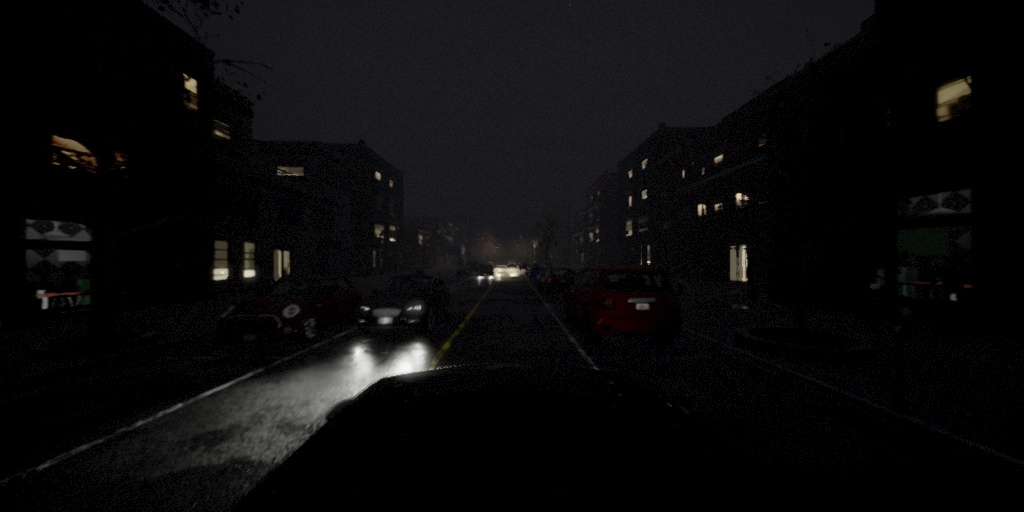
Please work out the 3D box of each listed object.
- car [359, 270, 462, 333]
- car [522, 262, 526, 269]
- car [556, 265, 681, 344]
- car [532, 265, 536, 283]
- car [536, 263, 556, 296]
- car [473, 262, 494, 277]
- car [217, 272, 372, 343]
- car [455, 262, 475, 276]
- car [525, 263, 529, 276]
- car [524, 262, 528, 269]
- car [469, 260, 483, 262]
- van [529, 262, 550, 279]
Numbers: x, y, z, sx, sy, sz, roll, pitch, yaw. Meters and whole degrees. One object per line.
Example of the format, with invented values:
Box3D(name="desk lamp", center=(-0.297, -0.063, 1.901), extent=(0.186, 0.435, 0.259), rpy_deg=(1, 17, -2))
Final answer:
Box3D(name="car", center=(-3.077, 1.337, 11.199), extent=(2.128, 1.511, 4.902), rpy_deg=(0, -1, 0))
Box3D(name="car", center=(2.689, 1.797, 48.588), extent=(1.802, 1.307, 4.207), rpy_deg=(0, 0, 0))
Box3D(name="car", center=(2.692, 1.145, 9.751), extent=(2.192, 1.841, 5.009), rpy_deg=(0, 0, 0))
Box3D(name="car", center=(2.691, 1.577, 26.396), extent=(1.802, 1.307, 4.207), rpy_deg=(0, 0, 0))
Box3D(name="car", center=(2.691, 1.380, 20.848), extent=(1.967, 1.591, 4.097), rpy_deg=(0, 0, 0))
Box3D(name="car", center=(-3.092, 1.710, 43.262), extent=(2.033, 1.411, 5.357), rpy_deg=(0, -1, 0))
Box3D(name="car", center=(-5.688, 1.270, 9.748), extent=(1.967, 1.591, 4.097), rpy_deg=(0, 0, 0))
Box3D(name="car", center=(-5.691, 1.711, 43.037), extent=(2.007, 1.370, 4.403), rpy_deg=(0, 0, 0))
Box3D(name="car", center=(2.690, 1.650, 37.492), extent=(1.888, 1.381, 4.507), rpy_deg=(0, 0, 0))
Box3D(name="car", center=(2.689, 1.742, 43.040), extent=(1.802, 1.307, 4.207), rpy_deg=(0, 0, 0))
Box3D(name="car", center=(-5.692, 1.584, 54.133), extent=(2.192, 1.841, 5.009), rpy_deg=(0, 0, 0))
Box3D(name="van", center=(2.690, 1.391, 31.944), extent=(1.690, 1.789, 3.998), rpy_deg=(0, 0, 0))
